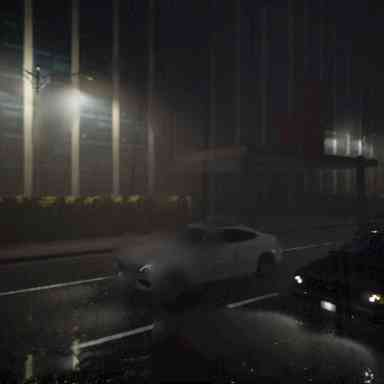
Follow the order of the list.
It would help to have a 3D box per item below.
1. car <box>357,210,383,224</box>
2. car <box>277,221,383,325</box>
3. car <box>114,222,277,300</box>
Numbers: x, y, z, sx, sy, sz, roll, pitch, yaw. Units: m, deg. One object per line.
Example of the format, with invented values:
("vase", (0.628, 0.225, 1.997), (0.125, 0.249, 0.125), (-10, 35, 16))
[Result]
("car", (9.257, 1.491, 14.888), (5.008, 1.535, 1.882), (0, 0, -35))
("car", (4.484, 1.554, 7.193), (5.357, 1.411, 2.033), (0, 0, -35))
("car", (0.366, 1.532, 8.544), (4.674, 1.442, 1.812), (0, 0, -36))
